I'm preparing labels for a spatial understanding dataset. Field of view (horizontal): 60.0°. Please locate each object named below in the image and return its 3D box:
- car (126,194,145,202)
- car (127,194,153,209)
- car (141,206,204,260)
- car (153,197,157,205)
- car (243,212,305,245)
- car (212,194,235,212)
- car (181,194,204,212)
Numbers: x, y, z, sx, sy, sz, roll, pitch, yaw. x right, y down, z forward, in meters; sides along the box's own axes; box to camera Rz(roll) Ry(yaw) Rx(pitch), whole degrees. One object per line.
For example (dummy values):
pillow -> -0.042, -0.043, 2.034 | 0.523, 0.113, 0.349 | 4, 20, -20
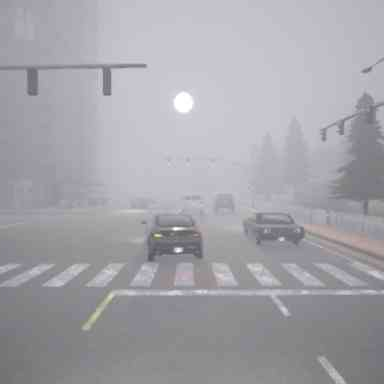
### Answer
car -> -12.524, 1.286, 73.530 | 2.097, 1.767, 4.553 | 0, 0, -39
car -> -7.098, 1.461, 45.577 | 2.128, 1.511, 4.902 | 0, 0, 0
car -> -0.822, 1.505, 12.545 | 1.837, 1.490, 4.892 | 0, 0, -10
car -> -7.268, 1.509, 59.044 | 2.033, 1.411, 5.357 | 0, 0, -3
car -> 3.593, 1.594, 15.526 | 1.895, 1.301, 4.718 | 0, 0, 0
car -> 3.588, 1.196, 38.312 | 2.150, 2.045, 5.566 | 0, 0, 0
car -> 0.085, 1.200, 34.629 | 2.150, 2.045, 5.566 | 0, 0, 0
